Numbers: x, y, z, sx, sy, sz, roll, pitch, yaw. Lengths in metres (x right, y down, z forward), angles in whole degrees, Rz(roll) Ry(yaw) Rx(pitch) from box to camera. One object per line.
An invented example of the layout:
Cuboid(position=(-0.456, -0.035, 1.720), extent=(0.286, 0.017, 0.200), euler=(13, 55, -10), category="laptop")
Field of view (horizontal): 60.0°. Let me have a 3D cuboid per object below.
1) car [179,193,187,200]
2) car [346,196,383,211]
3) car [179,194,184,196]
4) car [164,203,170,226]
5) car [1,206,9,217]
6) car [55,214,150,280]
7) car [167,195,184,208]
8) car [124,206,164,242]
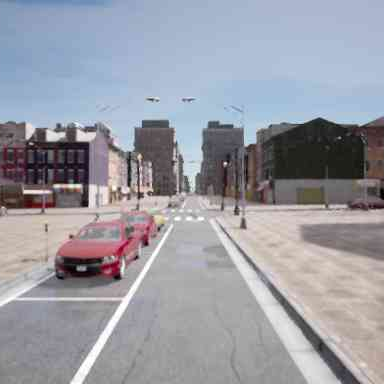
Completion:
Cuboid(position=(-2.623, 1.438, 70.944), extent=(1.887, 1.381, 4.507), euler=(1, 0, 0), category="car")
Cuboid(position=(17.881, 1.172, 33.182), extent=(4.674, 1.442, 1.812), euler=(-1, -1, 0), category="car")
Cuboid(position=(-2.623, 1.489, 53.828), extent=(1.752, 1.417, 4.829), euler=(1, 0, 0), category="car")
Cuboid(position=(-2.626, 1.581, 21.078), extent=(1.752, 1.417, 4.829), euler=(1, 0, 0), category="car")
Cuboid(position=(-20.960, 1.642, 33.420), extent=(4.553, 1.767, 2.097), euler=(-1, -1, 0), category="car")
Cuboid(position=(-2.629, 1.592, 10.177), extent=(1.887, 1.381, 4.507), euler=(1, 0, 0), category="car")
Cuboid(position=(-2.624, 1.534, 48.349), extent=(2.008, 1.369, 4.403), euler=(1, 0, 0), category="car")
Cuboid(position=(-2.628, 1.601, 15.713), extent=(1.887, 1.381, 4.507), euler=(1, 0, 0), category="car")
